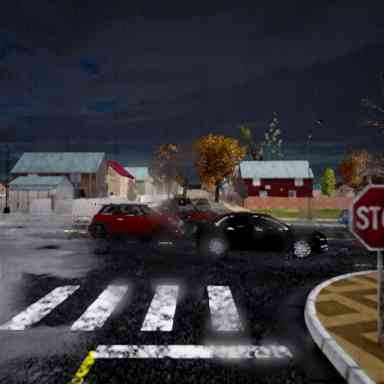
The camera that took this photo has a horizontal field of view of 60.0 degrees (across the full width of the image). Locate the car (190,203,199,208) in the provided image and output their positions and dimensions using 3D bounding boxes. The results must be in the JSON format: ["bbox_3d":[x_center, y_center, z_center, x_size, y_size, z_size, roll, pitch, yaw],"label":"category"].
[{"bbox_3d":[-0.570,1.635,22.781,4.718,1.301,1.895,0,0,8],"label":"car"}]

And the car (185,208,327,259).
[{"bbox_3d":[2.387,1.526,12.333,4.892,1.490,1.837,1,0,8],"label":"car"}]

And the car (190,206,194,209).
[{"bbox_3d":[-2.501,1.616,19.764,4.718,1.301,1.895,0,-1,8],"label":"car"}]

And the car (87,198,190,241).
[{"bbox_3d":[-2.655,1.344,16.309,4.553,1.767,2.097,0,0,8],"label":"car"}]

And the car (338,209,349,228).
[{"bbox_3d":[12.292,1.435,21.014,5.566,2.045,2.150,0,-1,8],"label":"car"}]

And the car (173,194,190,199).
[{"bbox_3d":[-1.782,1.324,47.654,2.150,2.045,5.566,0,0,2],"label":"car"}]
